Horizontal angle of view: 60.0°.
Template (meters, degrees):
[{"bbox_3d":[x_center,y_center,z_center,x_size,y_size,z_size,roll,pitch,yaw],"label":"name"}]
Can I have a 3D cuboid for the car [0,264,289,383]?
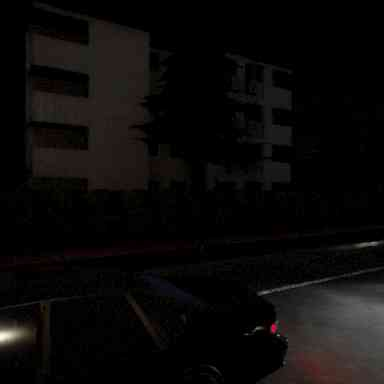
[{"bbox_3d":[-1.570,1.473,2.987,5.357,1.411,2.033,0,1,-31],"label":"car"}]
